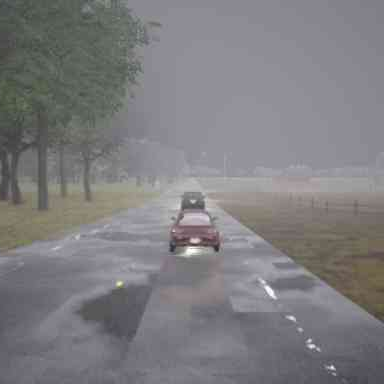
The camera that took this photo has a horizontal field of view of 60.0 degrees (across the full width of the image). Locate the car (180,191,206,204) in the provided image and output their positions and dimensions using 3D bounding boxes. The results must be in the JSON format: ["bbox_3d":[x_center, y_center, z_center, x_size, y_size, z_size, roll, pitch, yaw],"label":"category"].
[{"bbox_3d":[0.088,0.924,31.121,2.150,2.045,5.566,0,1,0],"label":"car"}]

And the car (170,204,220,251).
[{"bbox_3d":[0.097,1.449,13.567,1.812,1.442,4.674,0,1,0],"label":"car"}]
